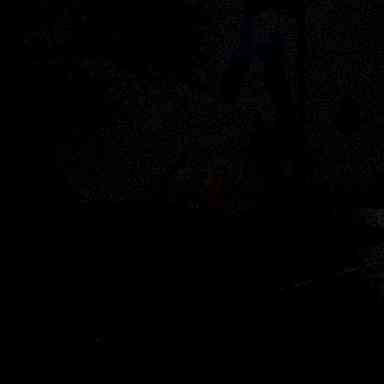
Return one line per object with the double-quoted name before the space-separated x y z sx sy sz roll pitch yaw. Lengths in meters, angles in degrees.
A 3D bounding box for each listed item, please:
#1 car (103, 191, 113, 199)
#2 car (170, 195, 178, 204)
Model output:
"car" -17.640 0.477 67.167 1.882 1.535 5.008 -2 2 -35
"car" -1.089 0.907 43.635 1.994 1.385 4.181 -2 2 -35
